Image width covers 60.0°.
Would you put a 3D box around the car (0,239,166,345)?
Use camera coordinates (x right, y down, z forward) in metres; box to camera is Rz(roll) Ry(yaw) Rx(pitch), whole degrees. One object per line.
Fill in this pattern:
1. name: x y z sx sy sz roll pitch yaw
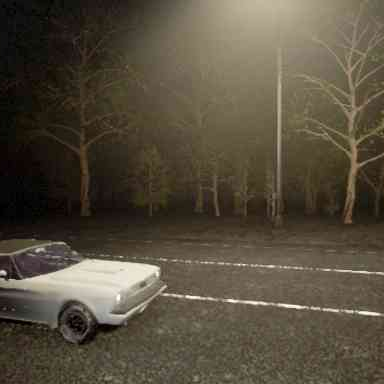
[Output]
1. car: -2.922 1.612 6.169 4.718 1.301 1.895 0 0 17
